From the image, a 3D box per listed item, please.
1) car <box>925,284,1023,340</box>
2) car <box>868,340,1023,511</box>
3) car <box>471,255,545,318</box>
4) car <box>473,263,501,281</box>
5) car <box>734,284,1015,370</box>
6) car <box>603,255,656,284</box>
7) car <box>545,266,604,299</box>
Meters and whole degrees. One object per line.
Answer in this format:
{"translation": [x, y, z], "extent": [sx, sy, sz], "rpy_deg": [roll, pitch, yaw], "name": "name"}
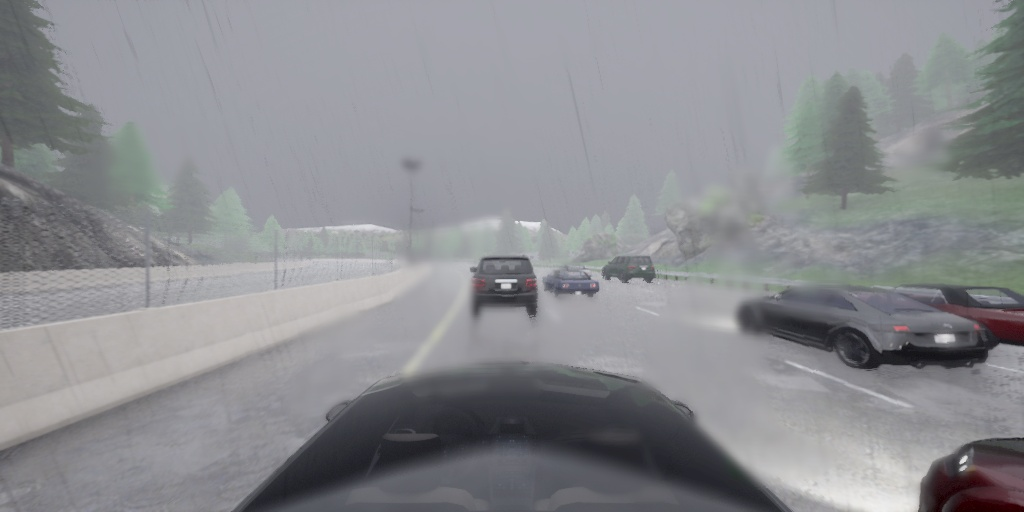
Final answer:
{"translation": [10.389, 1.337, 8.859], "extent": [1.895, 1.301, 4.718], "rpy_deg": [0, 0, -2], "name": "car"}
{"translation": [3.521, 1.305, 0.445], "extent": [1.994, 1.385, 4.181], "rpy_deg": [0, 0, 1], "name": "car"}
{"translation": [-0.332, 0.985, 13.239], "extent": [2.150, 2.045, 5.566], "rpy_deg": [0, 0, -3], "name": "car"}
{"translation": [-2.313, 1.337, 31.861], "extent": [2.033, 1.411, 5.357], "rpy_deg": [0, 0, -9], "name": "car"}
{"translation": [6.901, 1.307, 7.766], "extent": [1.994, 1.385, 4.181], "rpy_deg": [0, 0, -2], "name": "car"}
{"translation": [8.860, 0.983, 27.604], "extent": [2.150, 2.045, 5.566], "rpy_deg": [0, 0, -7], "name": "car"}
{"translation": [2.815, 1.364, 18.178], "extent": [1.895, 1.301, 4.718], "rpy_deg": [0, 0, -5], "name": "car"}
